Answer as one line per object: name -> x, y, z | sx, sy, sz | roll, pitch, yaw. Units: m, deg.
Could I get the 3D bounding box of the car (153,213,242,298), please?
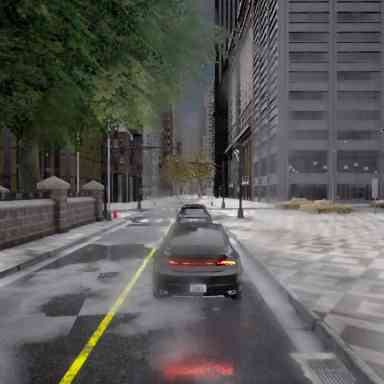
car -> 0.114, 1.508, 8.471 | 1.837, 1.490, 4.892 | 0, 0, 0

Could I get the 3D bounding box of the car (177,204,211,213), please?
car -> 0.101, 1.441, 18.601 | 2.033, 1.649, 4.856 | 0, 0, 1

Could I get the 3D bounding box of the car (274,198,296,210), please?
car -> 12.111, 1.330, 39.054 | 4.829, 1.417, 1.752 | -1, 1, 0

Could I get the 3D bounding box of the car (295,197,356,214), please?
car -> 12.411, 1.343, 30.527 | 4.829, 1.417, 1.752 | -1, 1, 0

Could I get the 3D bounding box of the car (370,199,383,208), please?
car -> 23.452, 1.146, 38.988 | 4.829, 1.417, 1.752 | -1, 1, 0
